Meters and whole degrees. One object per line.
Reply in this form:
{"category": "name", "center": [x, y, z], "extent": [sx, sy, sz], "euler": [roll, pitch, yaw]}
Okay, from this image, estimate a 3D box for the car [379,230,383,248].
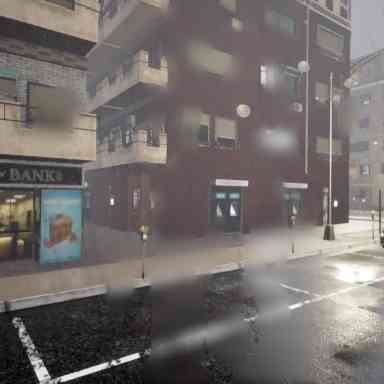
{"category": "car", "center": [9.116, 1.554, 13.164], "extent": [4.403, 1.369, 2.008], "euler": [0, 1, -35]}
